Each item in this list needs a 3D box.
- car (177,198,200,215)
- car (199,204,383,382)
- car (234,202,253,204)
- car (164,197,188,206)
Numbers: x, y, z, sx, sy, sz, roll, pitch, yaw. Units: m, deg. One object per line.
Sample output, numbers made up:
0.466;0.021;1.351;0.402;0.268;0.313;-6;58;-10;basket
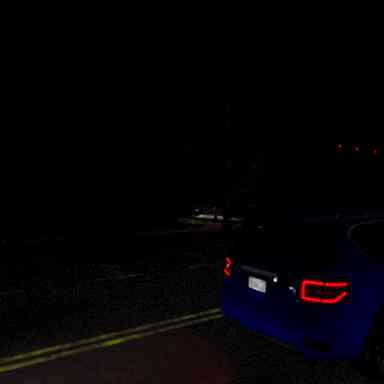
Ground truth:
-0.758;1.653;36.883;2.128;1.511;4.902;1;0;-33;car
3.049;1.276;5.741;5.566;2.045;2.150;0;0;-34;car
4.683;1.649;28.528;1.882;1.535;5.008;1;0;-33;car
-2.927;1.725;59.743;1.882;1.535;5.008;1;0;-33;car
